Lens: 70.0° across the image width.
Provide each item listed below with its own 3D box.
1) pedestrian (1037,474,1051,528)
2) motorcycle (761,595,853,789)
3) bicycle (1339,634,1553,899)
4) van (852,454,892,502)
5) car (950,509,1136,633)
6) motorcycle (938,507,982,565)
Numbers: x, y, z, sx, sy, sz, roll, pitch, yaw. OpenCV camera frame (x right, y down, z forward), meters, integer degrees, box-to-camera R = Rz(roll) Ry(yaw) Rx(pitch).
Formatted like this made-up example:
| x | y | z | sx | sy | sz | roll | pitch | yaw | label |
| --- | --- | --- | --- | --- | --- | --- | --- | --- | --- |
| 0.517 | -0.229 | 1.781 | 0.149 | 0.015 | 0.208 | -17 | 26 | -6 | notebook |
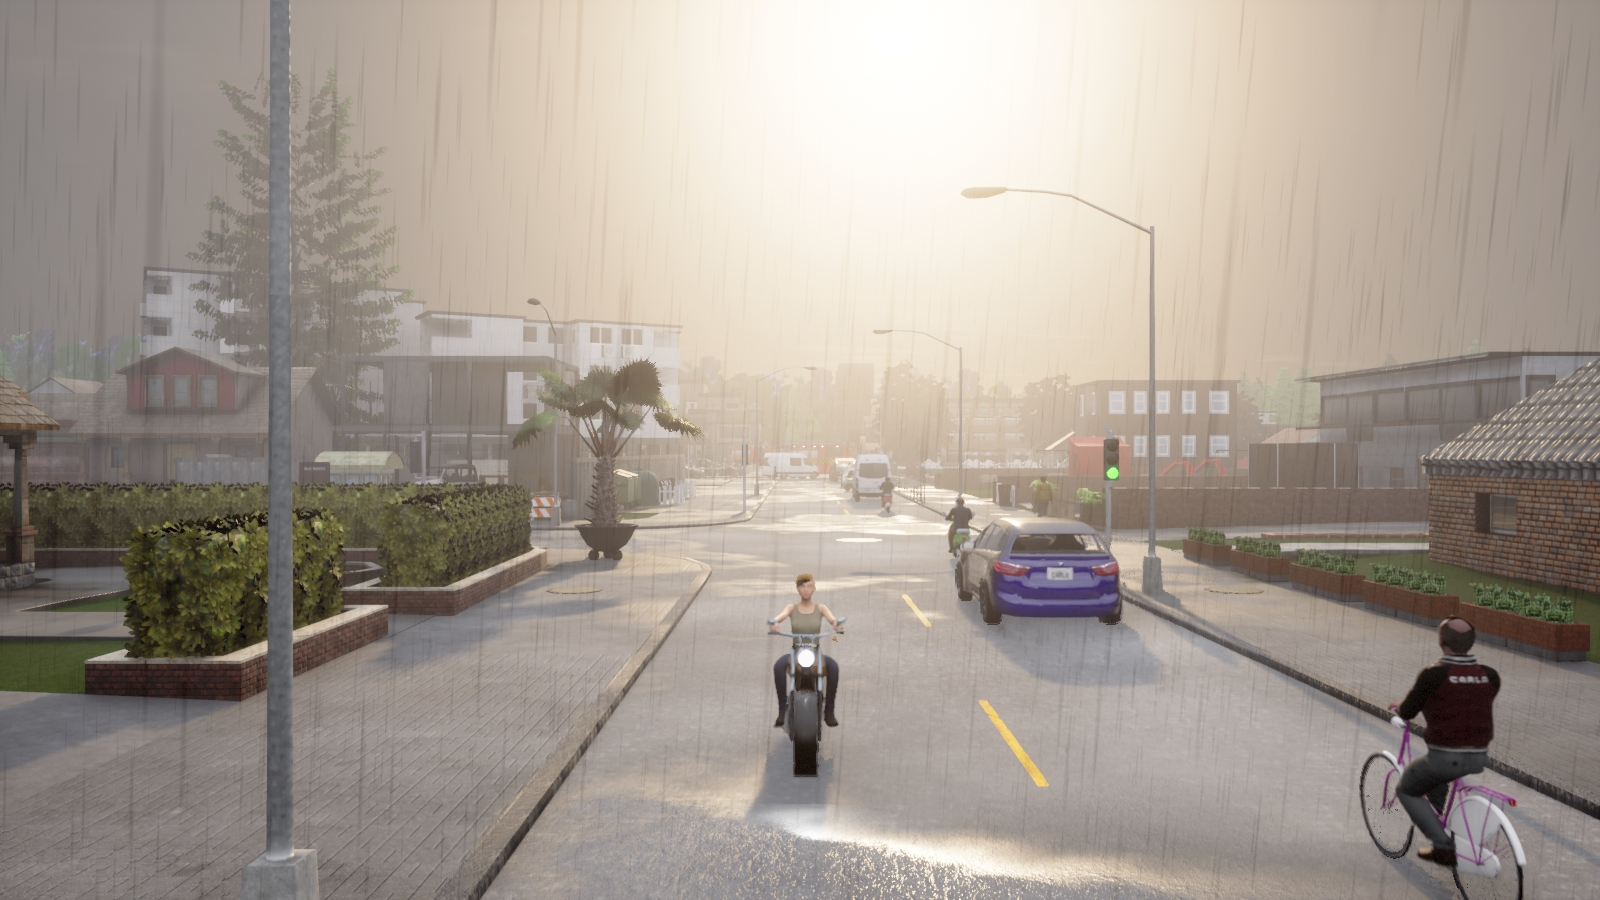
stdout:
| x | y | z | sx | sy | sz | roll | pitch | yaw | label |
| --- | --- | --- | --- | --- | --- | --- | --- | --- | --- |
| 8.362 | 1.744 | 39.195 | 0.375 | 1.860 | 0.375 | 0 | 0 | -4 | pedestrian |
| 0.066 | 2.154 | 10.628 | 0.764 | 1.307 | 2.356 | 0 | 0 | 0 | motorcycle |
| 4.047 | 2.060 | 7.310 | 0.329 | 1.471 | 1.835 | 0 | 0 | 0 | bicycle |
| 3.998 | 1.534 | 64.295 | 1.988 | 2.561 | 5.915 | 0 | 0 | 1 | van |
| 4.027 | 1.967 | 19.818 | 2.242 | 1.667 | 4.611 | 0 | 0 | 0 | car |
| 4.027 | 2.142 | 28.829 | 0.856 | 1.316 | 1.805 | 0 | 0 | 0 | motorcycle |
